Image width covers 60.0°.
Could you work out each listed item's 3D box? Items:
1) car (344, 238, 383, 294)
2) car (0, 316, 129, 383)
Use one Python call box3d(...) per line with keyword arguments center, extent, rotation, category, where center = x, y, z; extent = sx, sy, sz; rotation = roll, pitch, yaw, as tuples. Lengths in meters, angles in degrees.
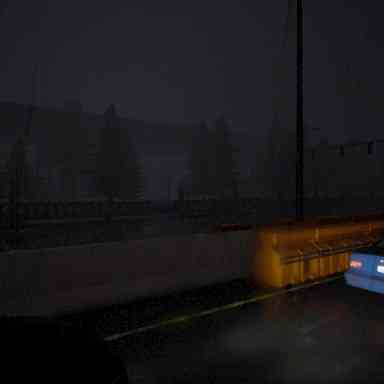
box3d(center=(5.768, 1.548, 7.861), extent=(5.357, 1.411, 2.033), rotation=(0, 0, -35), category="car")
box3d(center=(-2.730, 1.491, 1.798), extent=(4.902, 1.511, 2.128), rotation=(0, 0, -36), category="car")
